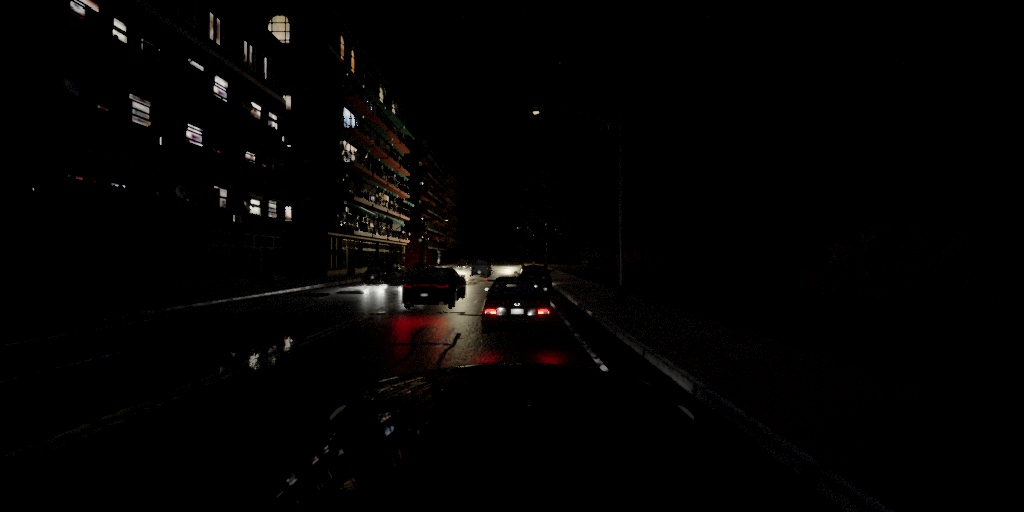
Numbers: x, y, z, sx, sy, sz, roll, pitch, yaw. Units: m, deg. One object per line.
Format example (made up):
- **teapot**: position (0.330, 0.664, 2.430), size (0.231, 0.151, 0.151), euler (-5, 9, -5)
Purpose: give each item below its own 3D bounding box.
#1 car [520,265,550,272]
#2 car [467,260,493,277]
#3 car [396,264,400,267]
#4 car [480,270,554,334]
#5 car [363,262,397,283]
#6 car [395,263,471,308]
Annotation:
- **car**: position (1.177, 1.257, 20.283), size (1.837, 1.490, 4.892), euler (0, 0, 0)
- **car**: position (-3.076, 1.277, 36.091), size (1.812, 1.442, 4.674), euler (0, 0, 0)
- **car**: position (-6.548, 1.316, 25.965), size (1.994, 1.385, 4.181), euler (0, 0, 0)
- **car**: position (0.120, 1.299, 10.595), size (2.033, 1.411, 5.357), euler (0, 0, 0)
- **car**: position (-9.794, 1.243, 27.647), size (2.128, 1.511, 4.902), euler (0, 0, 0)
- **car**: position (-3.123, 1.229, 15.239), size (1.882, 1.535, 5.008), euler (0, 0, 0)
